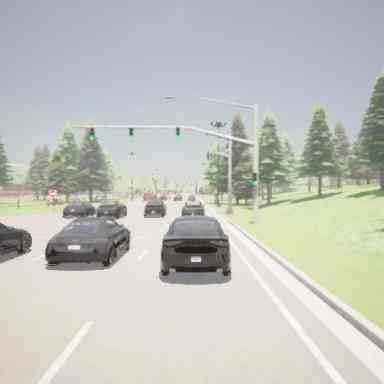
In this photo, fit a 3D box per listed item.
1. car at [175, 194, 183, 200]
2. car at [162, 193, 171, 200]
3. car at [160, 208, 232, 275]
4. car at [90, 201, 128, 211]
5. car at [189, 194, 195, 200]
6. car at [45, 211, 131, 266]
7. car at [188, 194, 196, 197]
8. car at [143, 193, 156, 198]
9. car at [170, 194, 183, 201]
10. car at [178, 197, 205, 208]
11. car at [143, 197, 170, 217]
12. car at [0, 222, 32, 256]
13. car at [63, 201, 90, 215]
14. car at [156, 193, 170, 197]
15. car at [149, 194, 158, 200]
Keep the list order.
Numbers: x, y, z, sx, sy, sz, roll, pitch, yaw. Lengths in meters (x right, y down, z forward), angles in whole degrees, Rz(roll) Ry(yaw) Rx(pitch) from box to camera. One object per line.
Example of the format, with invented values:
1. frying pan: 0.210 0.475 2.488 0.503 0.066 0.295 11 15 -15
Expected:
1. car: -3.515 1.303 91.040 1.882 1.535 5.008 0 0 0
2. car: -7.015 1.181 91.009 2.097 1.767 4.553 0 0 0
3. car: 0.099 1.477 10.531 1.882 1.535 5.008 0 0 0
4. car: -6.905 1.489 29.144 2.128 1.511 4.902 0 0 0
5. car: -0.015 1.350 91.040 1.812 1.442 4.674 0 0 0
6. car: -3.402 1.563 11.603 1.994 1.385 4.181 0 0 0
7. car: -0.014 1.539 81.037 1.994 1.385 4.181 0 0 0
8. car: -10.514 1.211 80.648 2.150 2.045 5.566 0 0 0
9. car: -3.514 1.511 80.620 2.128 1.511 4.902 0 0 0
10. car: 0.096 1.489 28.687 2.128 1.511 4.902 0 0 0
11. car: -3.406 1.502 31.682 1.837 1.490 4.892 0 0 0
12. car: -6.905 1.525 10.511 1.812 1.442 4.674 0 0 0
13. car: -10.405 1.561 30.935 1.994 1.385 4.181 0 0 0
14. car: -7.014 1.485 80.619 1.837 1.490 4.892 0 0 0
15. car: -10.515 1.303 91.038 1.882 1.535 5.008 0 0 0
